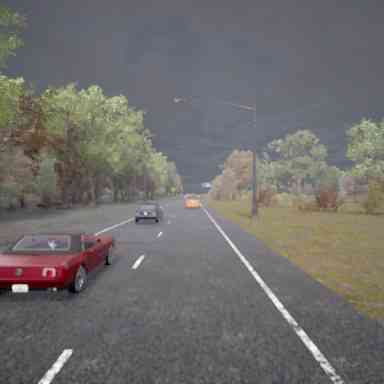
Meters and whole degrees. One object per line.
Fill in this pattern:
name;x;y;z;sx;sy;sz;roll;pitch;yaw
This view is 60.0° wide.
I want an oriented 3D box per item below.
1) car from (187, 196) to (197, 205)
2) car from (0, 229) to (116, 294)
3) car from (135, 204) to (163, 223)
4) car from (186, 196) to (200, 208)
car;-0.024;1.631;68.388;2.097;1.767;4.553;0;0;0
car;-3.406;1.636;8.826;1.895;1.301;4.718;0;0;0
car;-3.412;1.655;26.997;2.033;1.411;5.357;0;0;0
car;0.085;1.558;51.011;2.097;1.767;4.553;0;0;0
